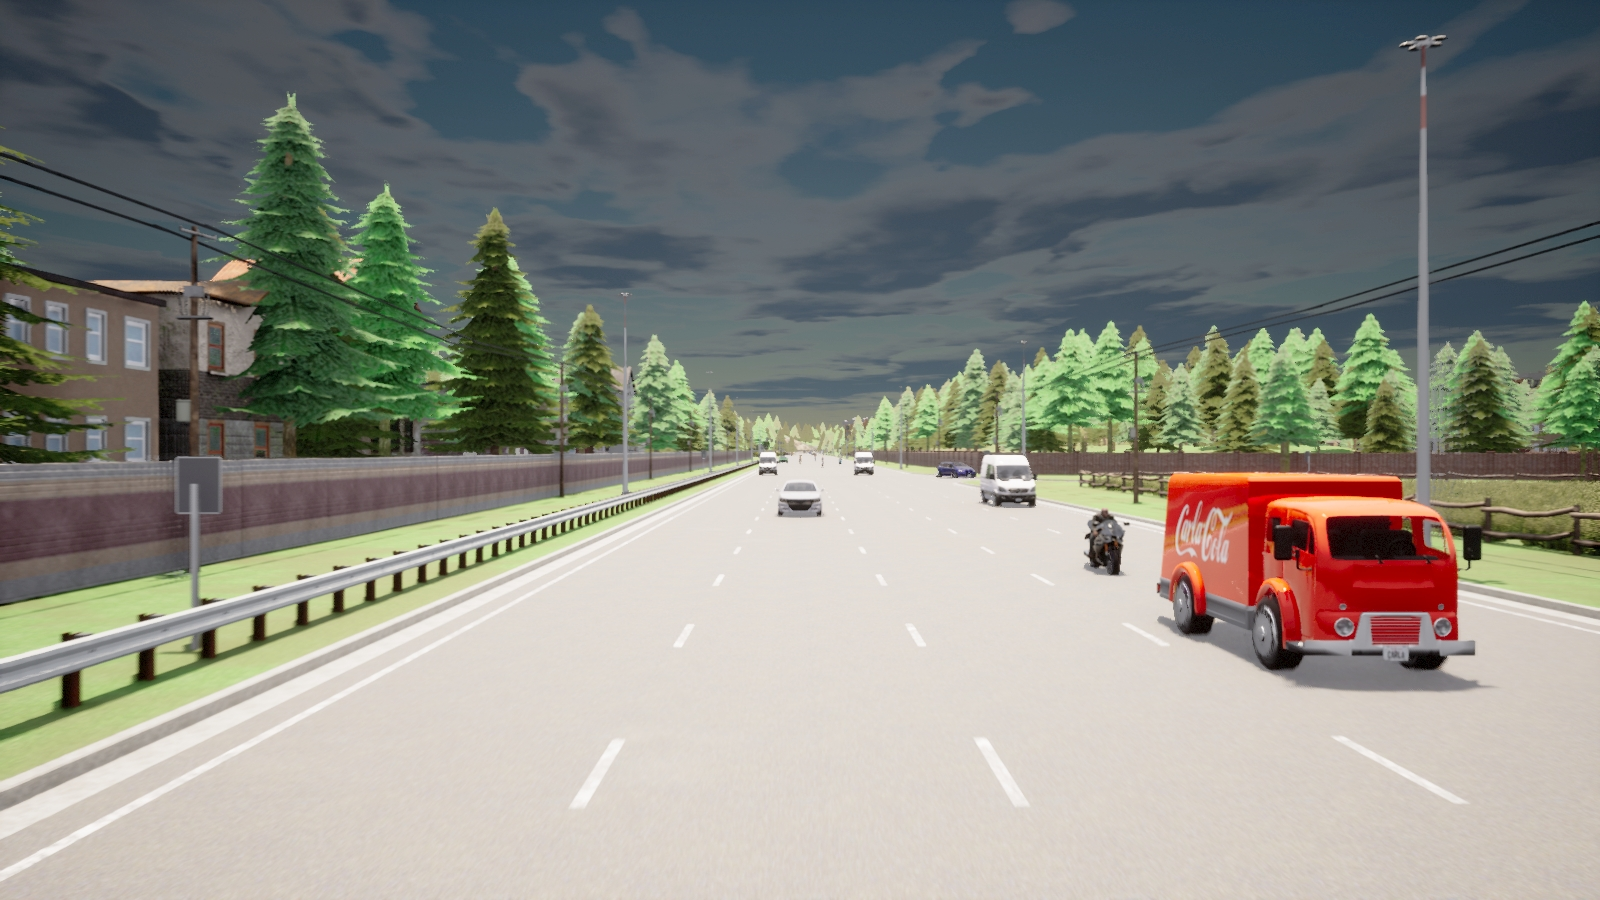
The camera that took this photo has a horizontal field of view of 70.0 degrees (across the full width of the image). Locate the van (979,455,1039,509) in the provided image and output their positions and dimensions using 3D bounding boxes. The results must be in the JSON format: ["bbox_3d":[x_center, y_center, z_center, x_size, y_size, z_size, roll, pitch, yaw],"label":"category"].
[{"bbox_3d":[10.501,1.534,57.816,1.988,2.561,5.915,0,0,0],"label":"van"}]

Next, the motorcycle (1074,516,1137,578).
[{"bbox_3d":[7.002,2.205,26.305,0.867,1.251,2.209,0,0,0],"label":"motorcycle"}]

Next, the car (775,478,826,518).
[{"bbox_3d":[0.004,2.034,49.432,2.097,1.535,5.006,0,0,0],"label":"car"}]

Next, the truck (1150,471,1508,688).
[{"bbox_3d":[7.010,1.569,16.025,2.627,2.467,5.204,0,0,0],"label":"truck"}]
